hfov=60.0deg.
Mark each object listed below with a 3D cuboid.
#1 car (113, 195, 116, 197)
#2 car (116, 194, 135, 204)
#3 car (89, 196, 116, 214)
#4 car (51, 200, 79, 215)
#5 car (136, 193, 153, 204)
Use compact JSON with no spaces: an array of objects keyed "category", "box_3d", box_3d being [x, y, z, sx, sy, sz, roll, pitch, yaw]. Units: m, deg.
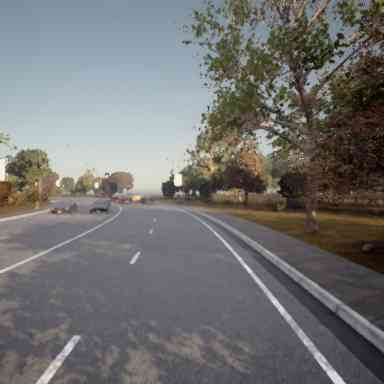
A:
[{"category":"car","box_3d":[-15.464,1.253,68.817,1.882,1.535,5.008,0,0,-23]},{"category":"car","box_3d":[-11.860,1.369,59.241,1.837,1.490,4.892,0,0,-19]},{"category":"car","box_3d":[-9.400,1.478,34.599,2.033,1.411,5.357,0,0,-8]},{"category":"car","box_3d":[-12.838,1.481,33.938,2.033,1.411,5.357,0,0,-8]},{"category":"car","box_3d":[-8.213,1.372,59.378,1.837,1.490,4.892,0,0,-19]}]
